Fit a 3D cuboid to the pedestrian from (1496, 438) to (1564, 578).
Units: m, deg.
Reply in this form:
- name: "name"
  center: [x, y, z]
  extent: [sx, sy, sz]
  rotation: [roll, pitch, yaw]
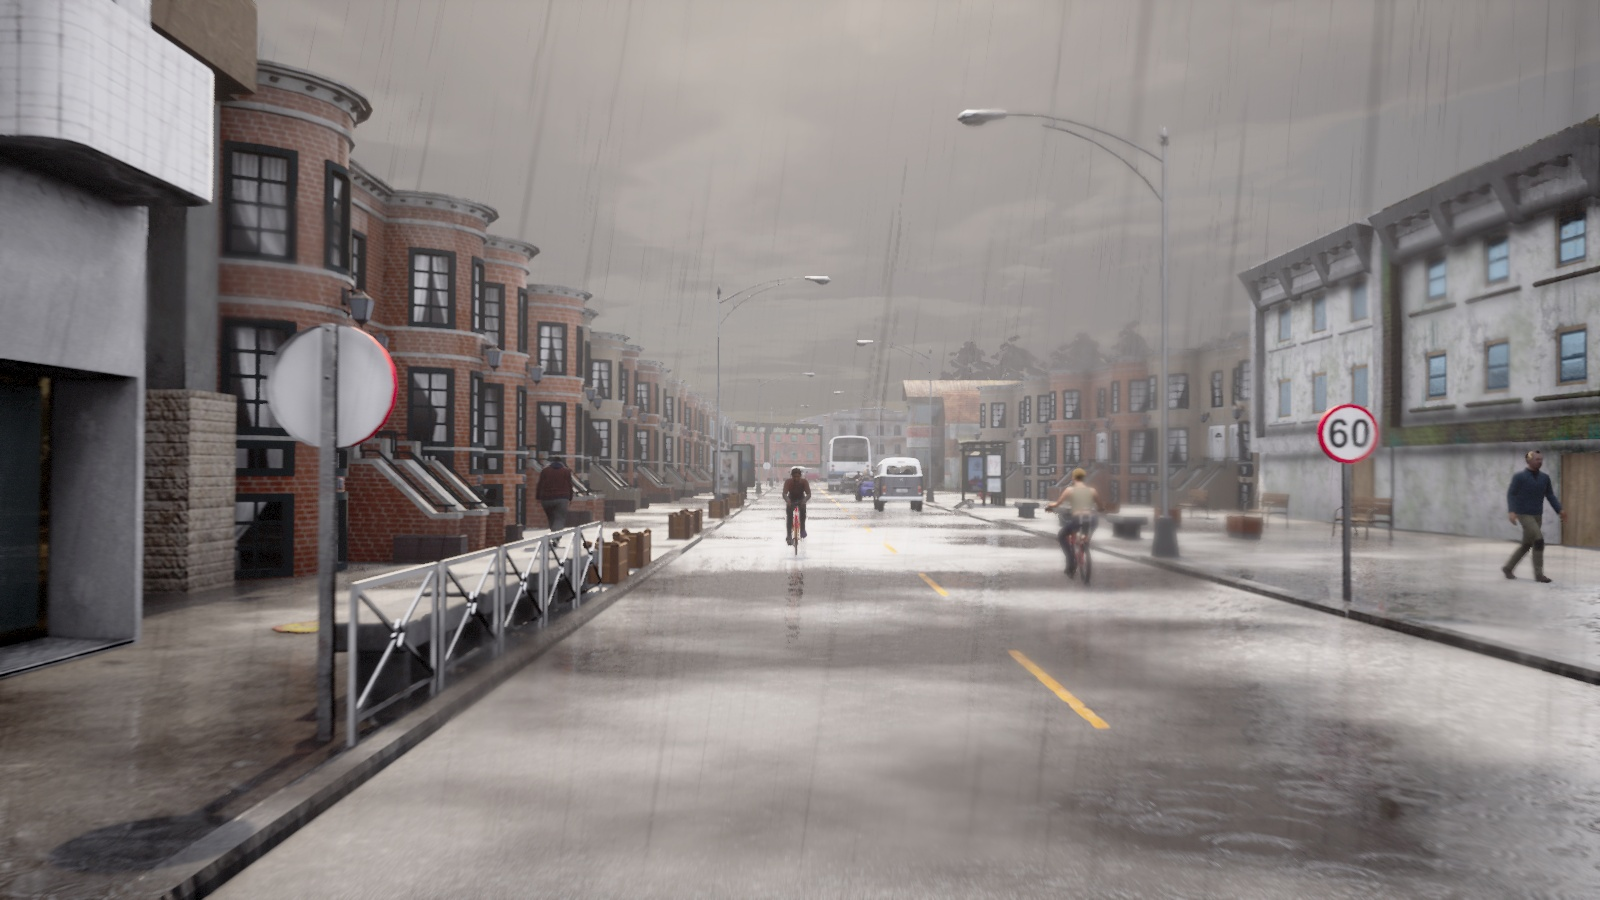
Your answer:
- name: "pedestrian"
  center: [9.843, 0.769, 16.947]
  extent: [0.402, 1.842, 0.726]
  rotation: [0, -1, -10]

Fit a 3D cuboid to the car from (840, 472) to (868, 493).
- name: "car"
  center: [3.870, 2.322, 90.676]
  extent: [1.837, 1.490, 4.892]
  rotation: [0, -1, 0]

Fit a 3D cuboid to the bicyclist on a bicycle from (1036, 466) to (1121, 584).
- name: "bicyclist on a bicycle"
  center: [3.953, 1.035, 17.921]
  extent: [0.866, 1.612, 1.509]
  rotation: [0, -1, 0]

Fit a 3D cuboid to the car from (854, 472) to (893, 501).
- name: "car"
  center: [3.890, 1.936, 67.080]
  extent: [1.816, 1.474, 4.193]
  rotation: [0, -1, 0]

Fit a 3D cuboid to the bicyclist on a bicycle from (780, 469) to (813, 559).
- name: "bicyclist on a bicycle"
  center: [-0.060, 1.161, 23.479]
  extent: [0.582, 1.620, 1.656]
  rotation: [0, -1, 0]

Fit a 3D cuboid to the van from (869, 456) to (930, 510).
- name: "van"
  center: [3.902, 1.351, 50.174]
  extent: [2.069, 2.038, 4.480]
  rotation: [0, -2, 0]

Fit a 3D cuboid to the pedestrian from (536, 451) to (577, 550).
- name: "pedestrian"
  center: [-4.631, 0.943, 23.933]
  extent: [0.634, 1.844, 0.899]
  rotation: [0, -1, -2]
